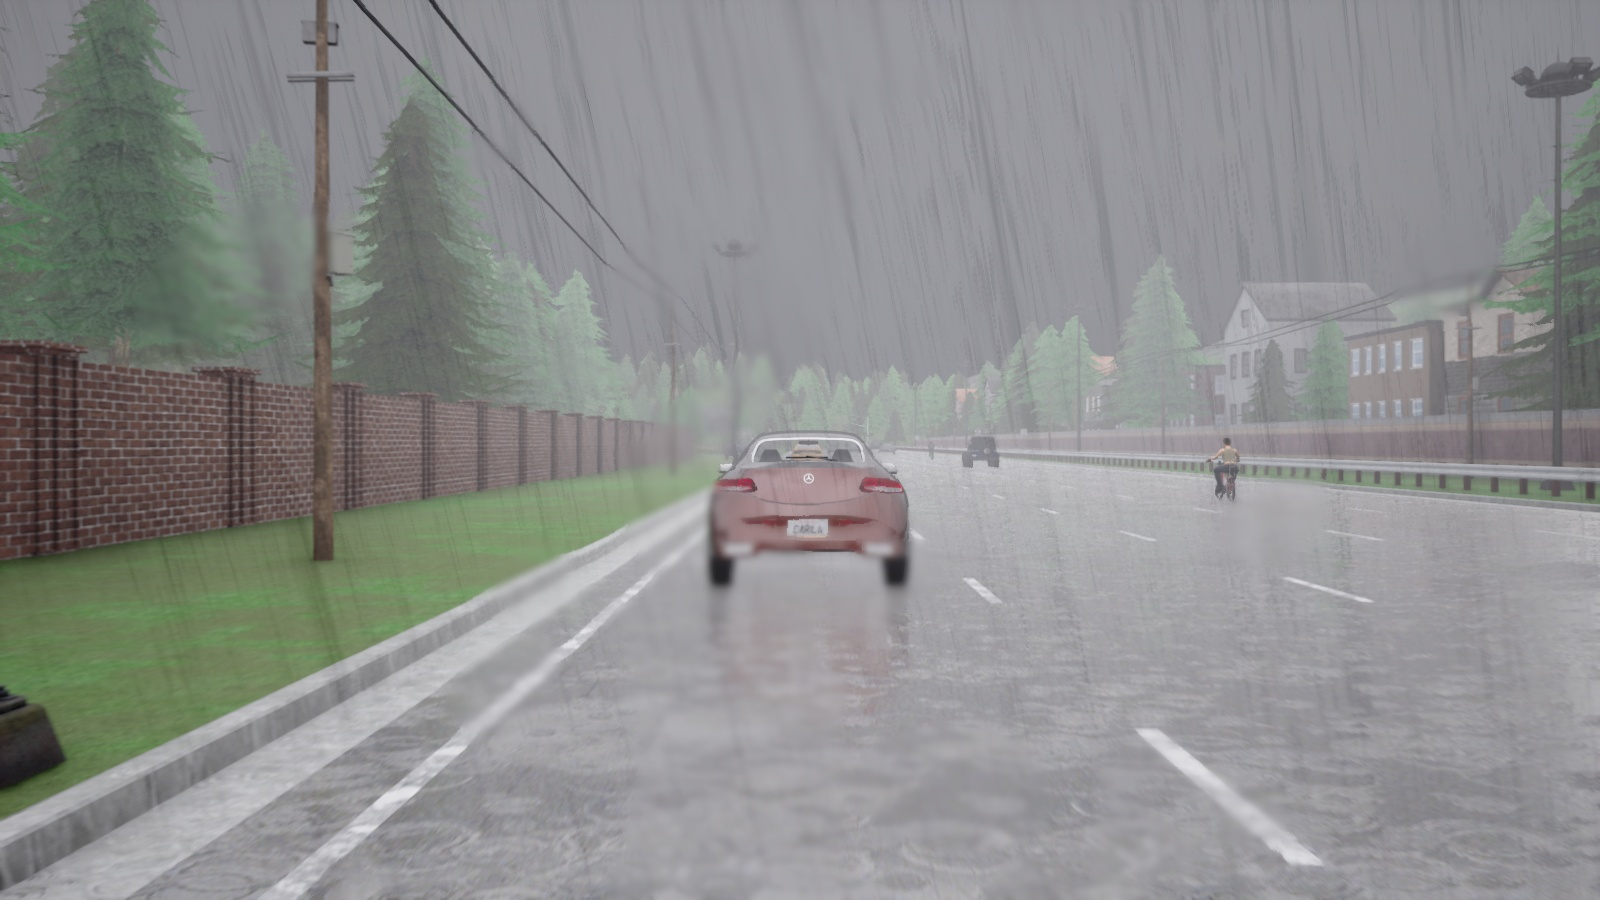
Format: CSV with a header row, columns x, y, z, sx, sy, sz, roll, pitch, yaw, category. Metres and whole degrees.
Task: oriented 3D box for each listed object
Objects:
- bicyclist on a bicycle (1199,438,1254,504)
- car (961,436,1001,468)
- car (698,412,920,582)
x,y,z,sx,sy,sz,roll,pitch,yaw,category
10.690,0.514,31.533,0.866,1.612,1.509,0,0,1,bicyclist on a bicycle
10.951,0.122,76.145,1.905,1.878,3.866,0,0,0,car
0.100,0.442,14.685,2.152,1.651,5.027,0,0,0,car
